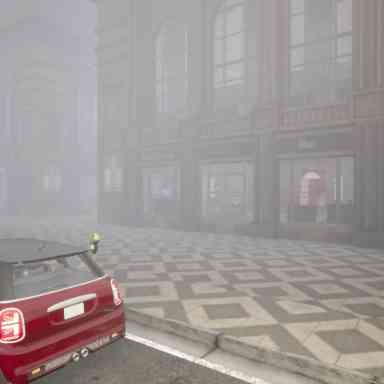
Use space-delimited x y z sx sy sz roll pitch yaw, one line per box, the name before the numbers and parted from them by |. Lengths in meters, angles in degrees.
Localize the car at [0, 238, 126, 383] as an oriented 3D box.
car | -2.983 1.440 5.092 4.097 1.590 1.967 0 0 36
